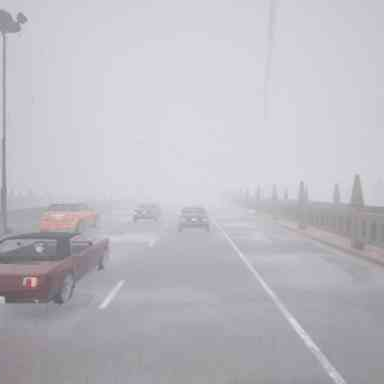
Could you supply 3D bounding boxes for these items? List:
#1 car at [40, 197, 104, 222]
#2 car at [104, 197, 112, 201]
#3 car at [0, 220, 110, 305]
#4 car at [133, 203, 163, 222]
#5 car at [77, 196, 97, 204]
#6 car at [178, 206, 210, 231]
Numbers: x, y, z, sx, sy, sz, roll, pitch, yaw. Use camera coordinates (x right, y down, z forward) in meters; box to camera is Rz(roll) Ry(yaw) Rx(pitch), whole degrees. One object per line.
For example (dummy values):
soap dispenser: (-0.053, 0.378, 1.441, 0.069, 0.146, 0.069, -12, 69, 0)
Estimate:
car: (-6.894, 1.353, 19.249, 2.097, 1.767, 4.553, 0, 0, 0)
car: (-13.902, 1.566, 53.481, 1.994, 1.385, 4.181, 0, 0, 2)
car: (-3.398, 1.601, 8.042, 1.895, 1.301, 4.718, 0, 0, 0)
car: (-3.392, 1.549, 26.080, 2.033, 1.411, 5.357, 0, 0, 0)
car: (-20.534, 1.544, 65.230, 2.033, 1.411, 5.357, 0, 0, 2)
car: (0.106, 1.548, 20.489, 2.033, 1.411, 5.357, 0, 0, 0)
